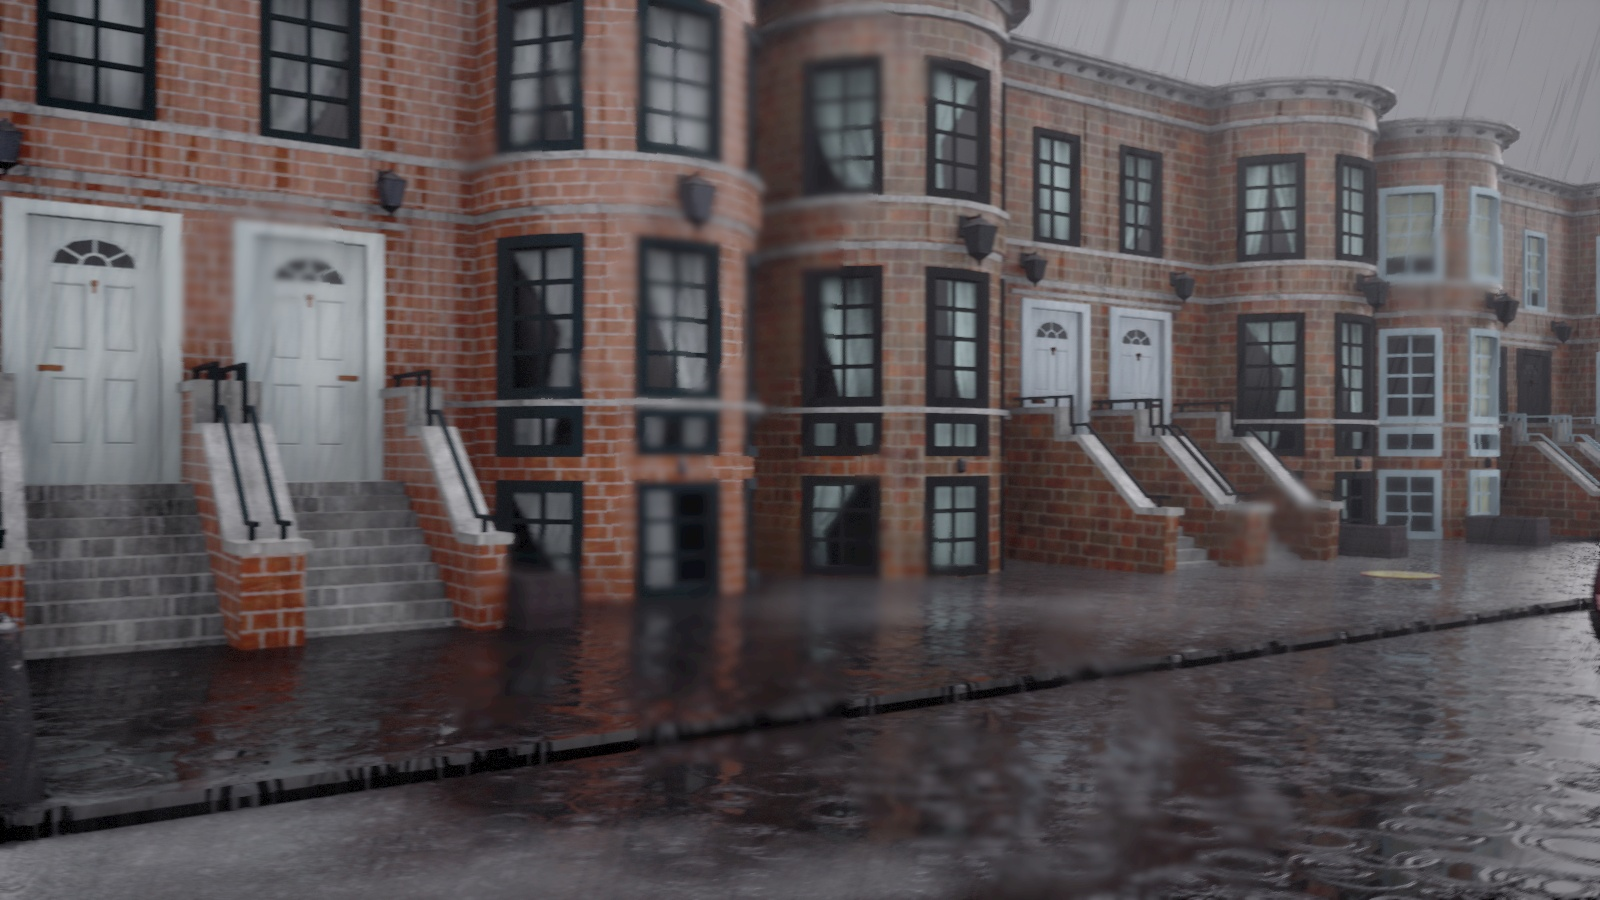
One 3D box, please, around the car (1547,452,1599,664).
[{"bbox_3d":[7.494,0.766,9.483,3.633,1.501,1.845,0,0,-35],"label":"car"}]
